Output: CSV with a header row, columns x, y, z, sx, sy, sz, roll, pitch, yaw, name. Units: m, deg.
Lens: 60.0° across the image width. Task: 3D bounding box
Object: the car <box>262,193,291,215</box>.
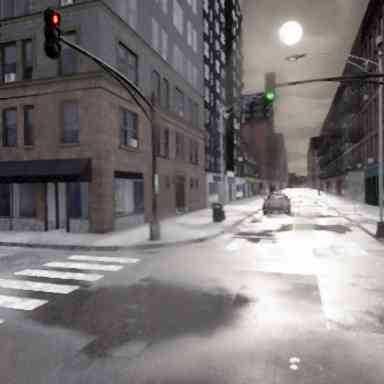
x,y,z,sx,sy,sz,roll,pitch,yaw,name
6.868,0.877,26.784,2.097,1.767,4.553,-1,1,18,car
